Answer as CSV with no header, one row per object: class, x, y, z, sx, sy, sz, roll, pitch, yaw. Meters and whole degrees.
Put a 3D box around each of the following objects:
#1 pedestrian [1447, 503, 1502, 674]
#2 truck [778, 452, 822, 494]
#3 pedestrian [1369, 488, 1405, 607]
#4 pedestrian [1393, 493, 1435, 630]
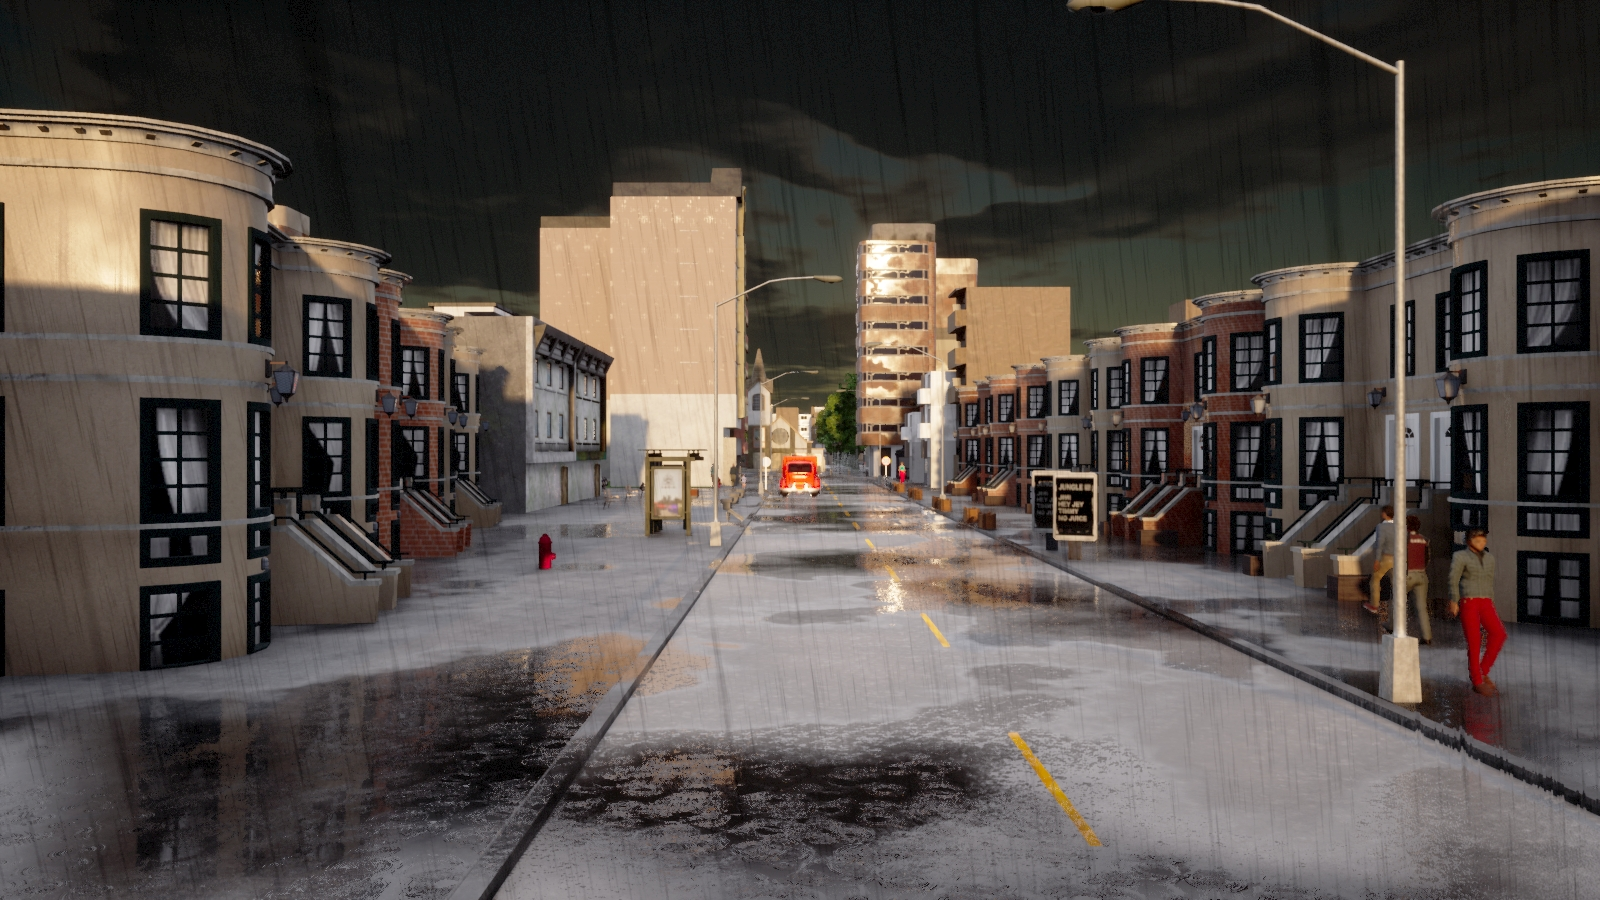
pedestrian,7.519,1.531,12.747,0.375,1.860,0.375,0,0,-4
truck,-0.008,1.376,69.523,2.627,2.467,5.204,0,0,0
pedestrian,9.318,1.532,18.138,0.375,1.860,0.375,0,0,-4
pedestrian,8.506,1.531,15.838,0.375,1.860,0.375,0,0,-2
